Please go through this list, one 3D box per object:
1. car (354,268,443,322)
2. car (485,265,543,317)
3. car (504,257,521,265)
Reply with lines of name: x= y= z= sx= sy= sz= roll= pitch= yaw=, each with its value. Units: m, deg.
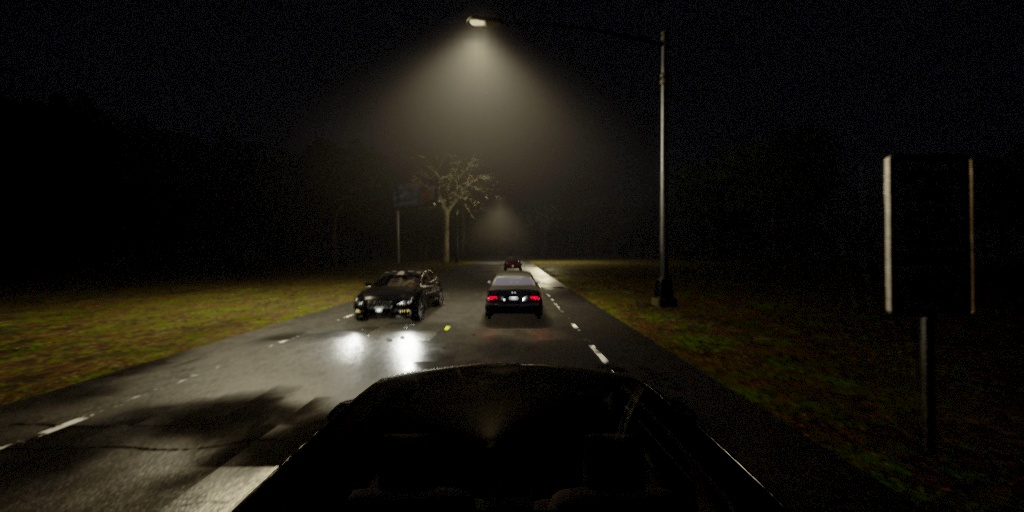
car: x=-3.582 y=1.190 z=12.102 sx=1.837 sy=1.490 sz=4.892 roll=0 pitch=0 yaw=0
car: x=0.063 y=1.227 z=12.726 sx=2.033 sy=1.411 sz=5.357 roll=0 pitch=0 yaw=0
car: x=0.086 y=0.810 z=40.156 sx=1.812 sy=1.442 sz=4.674 roll=0 pitch=1 yaw=0
